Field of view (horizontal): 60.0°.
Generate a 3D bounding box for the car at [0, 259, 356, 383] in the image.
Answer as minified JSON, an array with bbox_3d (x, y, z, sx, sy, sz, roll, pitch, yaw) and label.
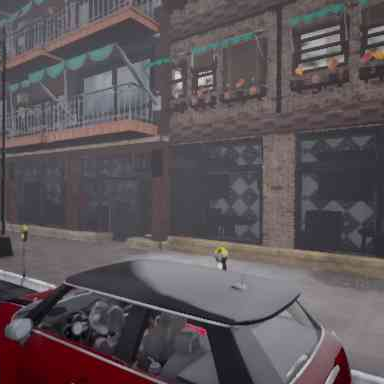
[{"bbox_3d":[-0.667,1.437,3.342,4.097,1.590,1.967,0,0,36],"label":"car"}]
